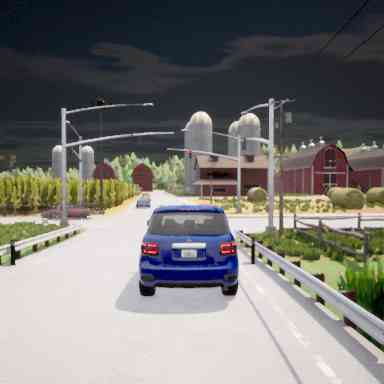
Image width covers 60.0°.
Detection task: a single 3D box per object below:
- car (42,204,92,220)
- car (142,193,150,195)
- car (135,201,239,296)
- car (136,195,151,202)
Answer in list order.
[{"bbox_3d":[-11.211,1.760,29.936,4.181,1.385,1.994,0,1,-13],"label":"car"},{"bbox_3d":[-9.157,0.967,65.949,2.097,1.767,4.553,0,1,-7],"label":"car"},{"bbox_3d":[-0.106,1.363,9.096,2.150,2.045,5.566,0,-2,-1],"label":"car"},{"bbox_3d":[-6.521,1.483,44.794,1.812,1.442,4.674,0,1,-7],"label":"car"}]
